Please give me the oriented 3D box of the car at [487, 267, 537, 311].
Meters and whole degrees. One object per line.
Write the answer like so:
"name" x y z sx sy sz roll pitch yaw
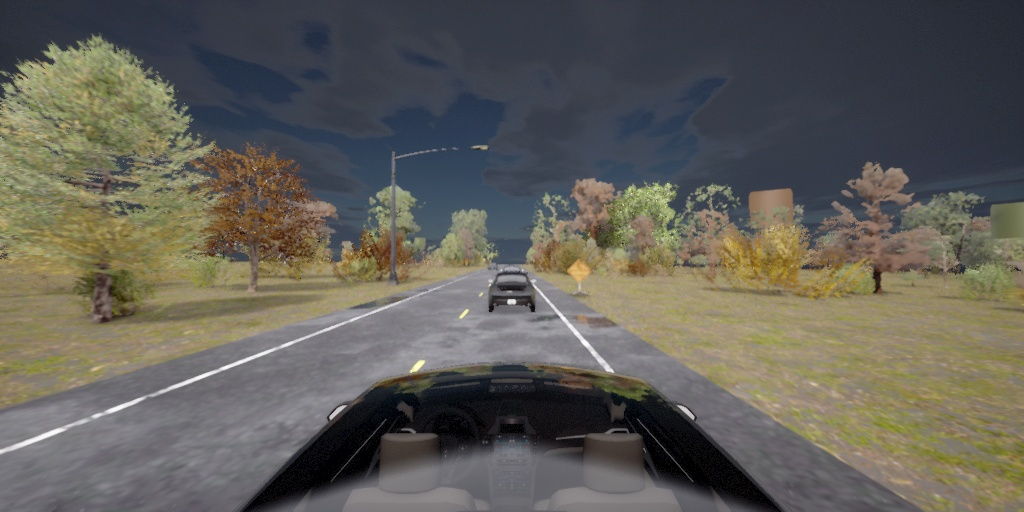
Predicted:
"car" 0.005 1.409 15.344 1.837 1.490 4.892 0 0 0

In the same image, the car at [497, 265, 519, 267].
"car" 0.000 1.559 31.105 1.882 1.535 5.008 0 0 0

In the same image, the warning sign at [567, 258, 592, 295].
"warning sign" 3.537 1.055 18.709 1.300 1.860 1.060 0 0 0
